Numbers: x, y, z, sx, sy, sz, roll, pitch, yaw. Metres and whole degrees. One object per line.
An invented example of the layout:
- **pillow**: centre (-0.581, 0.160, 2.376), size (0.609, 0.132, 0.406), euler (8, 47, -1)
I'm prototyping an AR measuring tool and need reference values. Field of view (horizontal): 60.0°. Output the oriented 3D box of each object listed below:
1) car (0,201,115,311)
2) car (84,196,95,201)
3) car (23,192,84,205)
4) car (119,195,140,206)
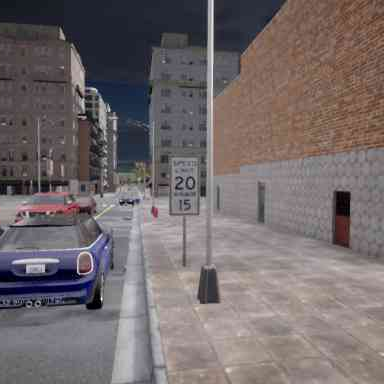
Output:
- **car**: centre (-2.966, 1.278, 7.665), size (2.097, 1.767, 4.553), euler (0, 1, -9)
- **car**: centre (-9.231, 1.141, 28.143), size (1.882, 1.535, 5.008), euler (0, 1, -9)
- **car**: centre (-7.559, 1.015, 17.924), size (2.150, 2.045, 5.566), euler (0, 1, -9)
- **car**: centre (-7.936, 1.086, 42.825), size (1.895, 1.301, 4.718), euler (1, 0, 3)
